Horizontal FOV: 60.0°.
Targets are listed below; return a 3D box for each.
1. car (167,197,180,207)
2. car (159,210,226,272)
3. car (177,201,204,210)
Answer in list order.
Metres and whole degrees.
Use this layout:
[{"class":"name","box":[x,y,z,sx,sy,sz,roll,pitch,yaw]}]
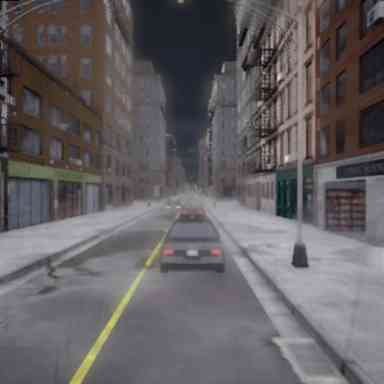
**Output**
[{"class":"car","box":[-2.756,1.466,50.801,1.812,1.442,4.674,0,0,1]},{"class":"car","box":[0.035,1.535,10.653,2.033,1.411,5.357,0,0,1]},{"class":"car","box":[0.065,1.568,27.222,1.895,1.301,4.718,0,0,1]}]
